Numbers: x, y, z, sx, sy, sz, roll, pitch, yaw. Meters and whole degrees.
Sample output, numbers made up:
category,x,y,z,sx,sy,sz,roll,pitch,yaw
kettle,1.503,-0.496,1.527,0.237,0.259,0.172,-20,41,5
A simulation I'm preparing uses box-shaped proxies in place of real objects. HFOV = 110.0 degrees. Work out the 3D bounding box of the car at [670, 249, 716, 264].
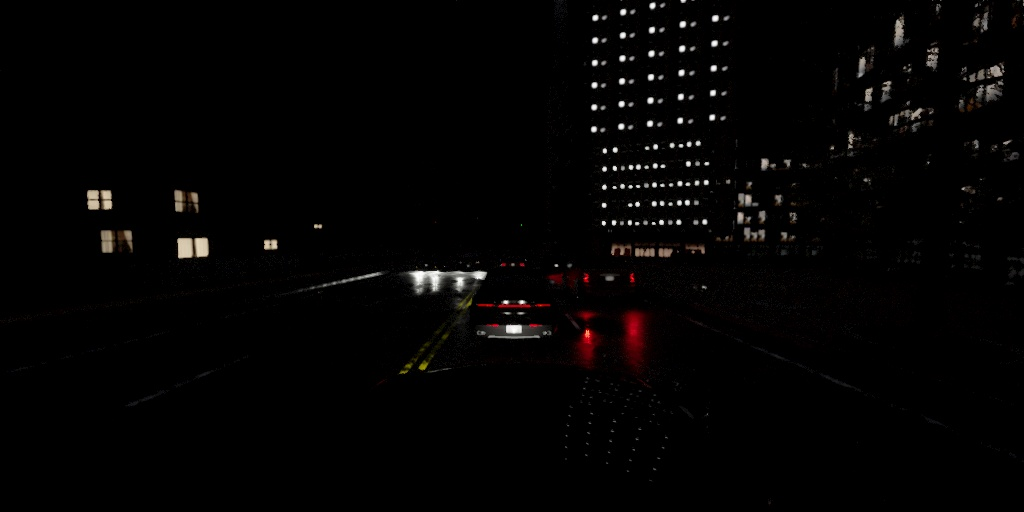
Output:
category,x,y,z,sx,sy,sz,roll,pitch,yaw
car,23.027,0.036,46.271,5.009,1.841,2.192,0,0,20

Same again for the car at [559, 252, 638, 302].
category,x,y,z,sx,sy,sz,roll,pitch,yaw
car,3.335,0.713,14.305,2.097,1.767,4.553,0,2,0

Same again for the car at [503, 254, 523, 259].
category,x,y,z,sx,sy,sz,roll,pitch,yaw
car,0.075,0.543,26.158,2.033,1.411,5.357,0,2,0

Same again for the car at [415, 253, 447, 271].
category,x,y,z,sx,sy,sz,roll,pitch,yaw
car,-6.583,0.458,29.495,1.994,1.385,4.181,0,2,0

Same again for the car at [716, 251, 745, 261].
category,x,y,z,sx,sy,sz,roll,pitch,yaw
car,31.062,-0.053,51.710,4.403,1.370,2.007,0,0,20

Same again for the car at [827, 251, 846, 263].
category,x,y,z,sx,sy,sz,roll,pitch,yaw
car,38.994,0.350,40.426,5.009,1.841,2.192,0,0,20

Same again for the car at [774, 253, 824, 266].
category,x,y,z,sx,sy,sz,roll,pitch,yaw
car,33.672,0.476,42.374,4.507,1.381,1.888,0,0,20

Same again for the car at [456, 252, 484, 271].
category,x,y,z,sx,sy,sz,roll,pitch,yaw
car,-3.333,0.414,29.678,1.812,1.442,4.674,0,2,0

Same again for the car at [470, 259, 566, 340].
category,x,y,z,sx,sy,sz,roll,pitch,yaw
car,0.058,1.026,9.110,1.837,1.490,4.892,0,2,1

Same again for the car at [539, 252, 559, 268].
category,x,y,z,sx,sy,sz,roll,pitch,yaw
car,3.340,0.404,29.278,1.837,1.490,4.892,0,1,0
